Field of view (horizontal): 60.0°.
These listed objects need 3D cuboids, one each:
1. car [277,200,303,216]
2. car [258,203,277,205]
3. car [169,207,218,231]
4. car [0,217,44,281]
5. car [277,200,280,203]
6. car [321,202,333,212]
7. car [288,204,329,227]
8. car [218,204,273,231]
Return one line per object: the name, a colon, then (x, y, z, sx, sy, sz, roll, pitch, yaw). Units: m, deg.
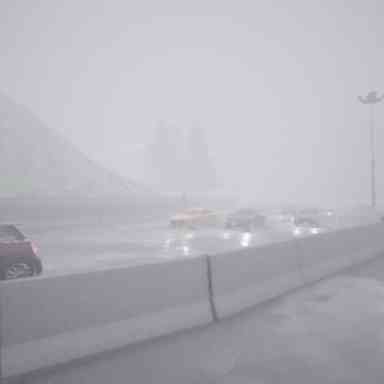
car: (12.228, 2.108, 41.091, 1.882, 1.535, 5.008, -1, -1, 24)
car: (9.046, 2.174, 42.539, 2.128, 1.511, 4.902, -1, -1, 24)
car: (0.295, 1.920, 24.737, 1.882, 1.535, 5.008, -1, -1, 32)
car: (-6.240, 1.555, 8.194, 4.553, 1.767, 2.097, 0, -1, -36)
car: (15.467, 2.015, 56.716, 1.812, 1.442, 4.674, -1, -1, 24)
car: (19.911, 2.240, 49.546, 1.812, 1.442, 4.674, -1, -1, 25)
car: (9.473, 1.948, 26.670, 2.033, 1.411, 5.357, -1, -1, 27)
car: (3.998, 1.904, 24.064, 1.837, 1.490, 4.892, 0, -1, 31)
